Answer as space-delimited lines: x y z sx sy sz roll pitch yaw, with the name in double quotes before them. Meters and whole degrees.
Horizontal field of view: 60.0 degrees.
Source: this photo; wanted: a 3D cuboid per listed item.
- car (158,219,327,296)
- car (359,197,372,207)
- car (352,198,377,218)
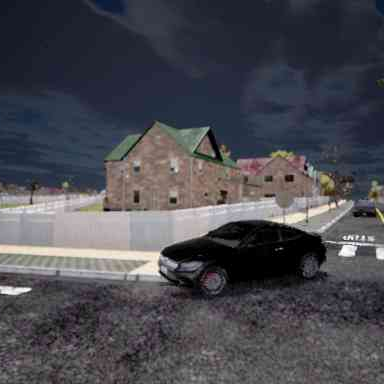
"car" 1.445 1.483 8.602 4.674 1.442 1.812 -1 4 -28
"car" 27.585 1.614 52.881 1.812 1.442 4.674 0 0 27
"car" 16.241 1.575 31.222 2.033 1.411 5.357 0 0 28
